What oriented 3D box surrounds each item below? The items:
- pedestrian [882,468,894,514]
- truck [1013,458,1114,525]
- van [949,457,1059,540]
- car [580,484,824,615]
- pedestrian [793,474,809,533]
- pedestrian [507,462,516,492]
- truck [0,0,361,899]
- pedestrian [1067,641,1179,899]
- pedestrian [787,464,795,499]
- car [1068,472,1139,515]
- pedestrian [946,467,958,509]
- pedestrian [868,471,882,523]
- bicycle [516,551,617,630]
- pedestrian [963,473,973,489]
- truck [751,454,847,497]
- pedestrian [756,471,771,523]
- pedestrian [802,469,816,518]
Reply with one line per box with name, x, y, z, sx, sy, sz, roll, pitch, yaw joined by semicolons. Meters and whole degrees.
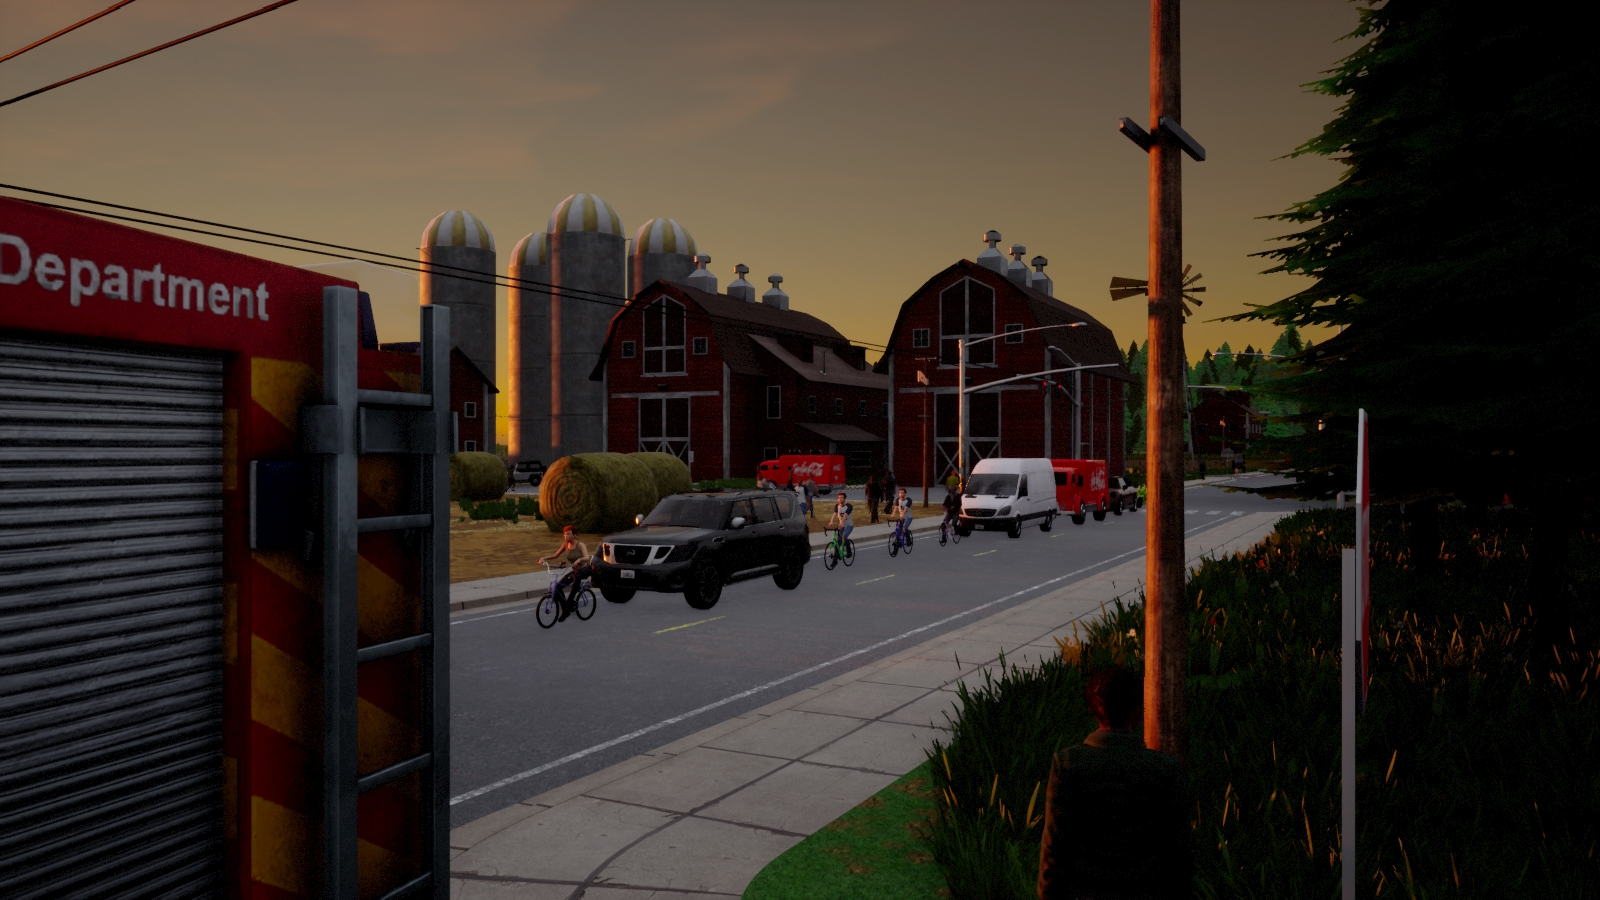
pedestrian;3.593;1.678;46.598;0.375;1.860;0.375;0;0;32
truck;10.539;1.568;45.363;2.627;2.467;5.204;0;0;28
van;7.054;1.534;38.933;1.988;2.561;5.915;0;0;28
car;-1.713;1.779;22.406;2.150;2.045;5.566;0;0;27
pedestrian;0.027;1.692;36.384;0.375;1.860;0.375;0;0;24
pedestrian;-17.998;1.672;71.330;0.375;1.860;0.375;0;0;26
truck;-5.943;0.867;3.843;8.468;3.827;2.891;0;0;19
pedestrian;1.176;1.663;4.160;0.375;1.860;0.375;0;0;17
pedestrian;-0.467;1.670;60.935;0.375;1.860;0.375;0;0;4
car;13.635;1.903;51.213;2.097;1.767;4.553;0;0;28
pedestrian;6.713;1.679;50.432;0.375;1.860;0.375;0;0;38
pedestrian;2.711;1.694;41.175;0.375;1.860;0.375;0;0;27
bicycle;-3.779;2.256;18.557;0.859;1.080;1.487;0;0;28
pedestrian;11.296;2.082;76.917;0.500;1.100;0.500;0;0;27
truck;-0.042;1.533;69.433;5.204;2.467;2.627;-1;0;27
pedestrian;-1.300;1.676;41.066;0.375;1.860;0.375;0;0;43
pedestrian;0.331;1.677;43.774;0.375;1.860;0.375;0;0;-42
